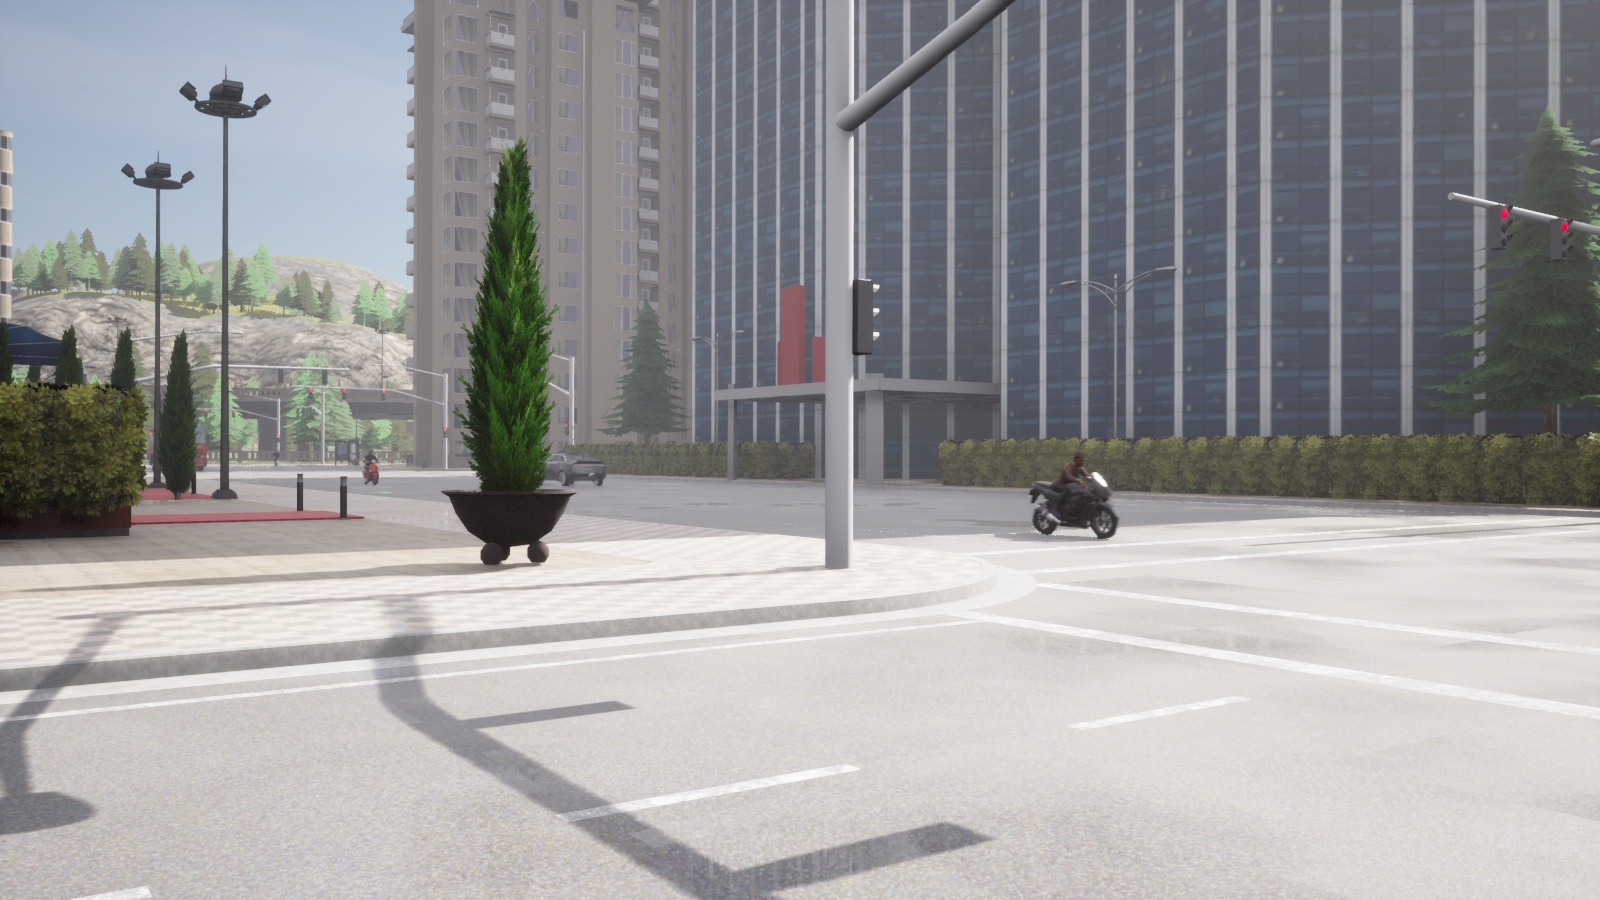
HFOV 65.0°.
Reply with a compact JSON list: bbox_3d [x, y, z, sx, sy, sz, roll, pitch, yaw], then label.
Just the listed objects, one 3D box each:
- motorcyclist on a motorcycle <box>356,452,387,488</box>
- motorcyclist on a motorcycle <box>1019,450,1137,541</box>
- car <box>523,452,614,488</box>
[{"bbox_3d":[-19.262,0.877,56.429,0.866,1.590,1.817,0,0,-35],"label":"motorcyclist on a motorcycle"},{"bbox_3d":[4.886,0.771,22.211,0.797,1.523,2.044,0,0,-35],"label":"motorcyclist on a motorcycle"},{"bbox_3d":[-10.378,0.860,55.980,2.128,1.511,4.902,0,0,-35],"label":"car"}]
